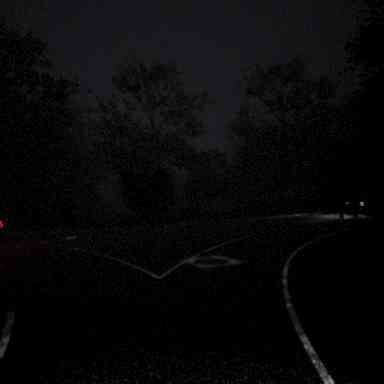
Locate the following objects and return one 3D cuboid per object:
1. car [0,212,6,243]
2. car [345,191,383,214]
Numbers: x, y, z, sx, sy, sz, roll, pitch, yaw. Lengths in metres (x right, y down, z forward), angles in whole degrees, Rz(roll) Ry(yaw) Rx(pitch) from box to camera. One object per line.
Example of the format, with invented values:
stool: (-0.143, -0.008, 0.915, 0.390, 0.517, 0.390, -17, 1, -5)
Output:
car: (-11.365, 1.661, 16.390, 4.553, 1.767, 2.097, -1, -1, 28)
car: (15.978, 0.912, 29.897, 4.553, 1.767, 2.097, -4, 1, -22)
